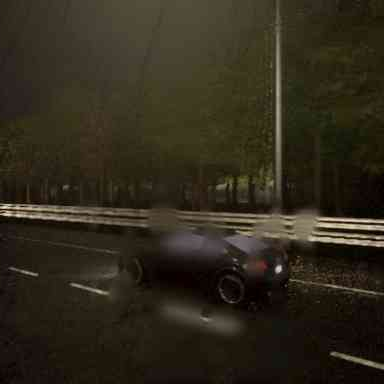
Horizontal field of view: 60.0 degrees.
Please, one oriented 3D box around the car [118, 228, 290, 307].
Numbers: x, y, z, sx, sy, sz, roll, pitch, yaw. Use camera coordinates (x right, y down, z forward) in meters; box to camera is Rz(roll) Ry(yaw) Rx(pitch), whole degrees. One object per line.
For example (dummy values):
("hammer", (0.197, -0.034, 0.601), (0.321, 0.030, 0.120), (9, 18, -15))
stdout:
("car", (0.159, 1.569, 8.054), (4.181, 1.385, 1.994), (0, 0, 35))
